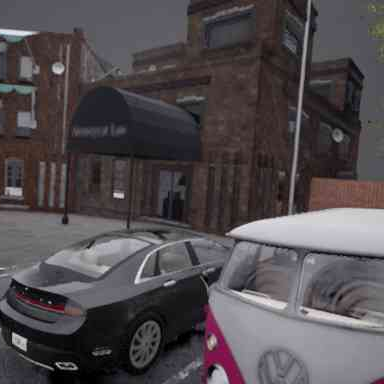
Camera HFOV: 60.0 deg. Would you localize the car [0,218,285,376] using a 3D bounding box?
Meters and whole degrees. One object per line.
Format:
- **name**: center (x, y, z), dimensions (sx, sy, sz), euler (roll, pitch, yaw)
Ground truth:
- **car**: center (-0.471, 1.352, 5.580), dimensions (2.231, 1.521, 4.892), euler (3, 2, 35)
